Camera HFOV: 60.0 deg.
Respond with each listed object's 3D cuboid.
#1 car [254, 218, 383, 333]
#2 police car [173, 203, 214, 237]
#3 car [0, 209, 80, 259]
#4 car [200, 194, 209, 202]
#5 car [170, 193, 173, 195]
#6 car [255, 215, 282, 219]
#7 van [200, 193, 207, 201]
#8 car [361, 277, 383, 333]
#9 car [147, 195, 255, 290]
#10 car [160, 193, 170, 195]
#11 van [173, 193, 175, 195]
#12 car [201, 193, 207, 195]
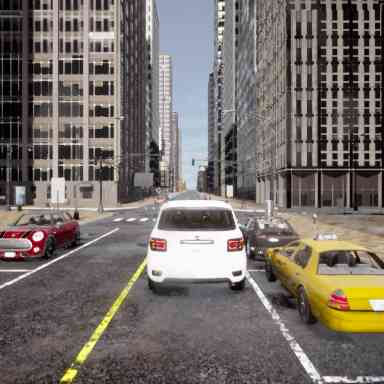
[{"bbox_3d":[2.694,1.525,6.905,1.752,1.417,4.829,0,0,0],"label":"car"},{"bbox_3d":[0.103,1.497,19.109,2.038,1.542,4.974,0,0,1],"label":"police car"},{"bbox_3d":[-5.684,1.437,12.405,1.967,1.590,4.097,0,0,0],"label":"car"},{"bbox_3d":[2.718,1.353,73.032,1.967,1.590,4.097,0,0,0],"label":"car"},{"bbox_3d":[-5.693,1.242,67.353,2.192,1.841,5.009,0,0,0],"label":"car"},{"bbox_3d":[2.696,1.548,12.403,2.008,1.369,4.403,0,0,0],"label":"car"},{"bbox_3d":[2.720,1.239,78.716,1.690,1.788,3.998,0,0,0],"label":"van"},{"bbox_3d":[2.692,1.551,1.065,2.008,1.369,4.403,0,0,0],"label":"car"},{"bbox_3d":[0.103,1.220,9.189,2.150,2.045,5.566,0,0,0],"label":"car"},{"bbox_3d":[-5.762,1.380,61.668,1.967,1.590,4.097,0,0,0],"label":"car"},{"bbox_3d":[-5.658,1.225,84.408,1.690,1.788,3.998,0,0,0],"label":"van"},{"bbox_3d":[2.810,1.380,61.664,1.967,1.590,4.097,0,0,0],"label":"car"}]
